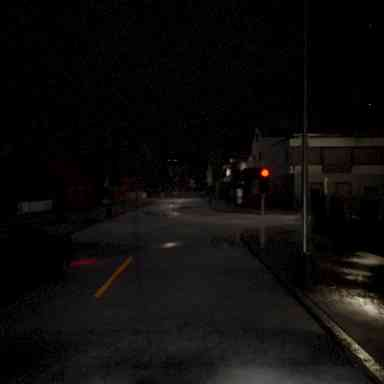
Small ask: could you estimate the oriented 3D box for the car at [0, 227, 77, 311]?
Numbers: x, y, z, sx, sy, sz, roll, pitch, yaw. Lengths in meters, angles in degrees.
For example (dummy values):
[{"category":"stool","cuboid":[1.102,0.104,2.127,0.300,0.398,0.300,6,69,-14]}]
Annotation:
[{"category":"car","cuboid":[-4.056,1.475,6.758,2.033,1.411,5.357,0,1,0]}]
